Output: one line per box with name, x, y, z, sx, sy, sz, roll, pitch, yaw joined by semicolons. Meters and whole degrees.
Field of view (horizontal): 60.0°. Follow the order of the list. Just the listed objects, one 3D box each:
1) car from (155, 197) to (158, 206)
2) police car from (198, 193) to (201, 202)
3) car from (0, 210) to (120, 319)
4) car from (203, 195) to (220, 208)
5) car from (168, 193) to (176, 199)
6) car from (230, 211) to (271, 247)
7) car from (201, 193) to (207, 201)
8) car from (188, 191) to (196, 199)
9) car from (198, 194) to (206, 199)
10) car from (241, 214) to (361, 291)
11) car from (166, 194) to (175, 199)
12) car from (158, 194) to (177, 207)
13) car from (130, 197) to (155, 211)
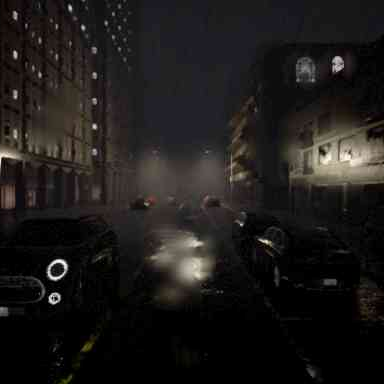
car;-5.697;1.327;48.186;1.887;1.381;4.507;0;0;0
police car;2.356;1.134;65.953;1.930;1.638;5.238;0;0;0
car;-3.090;1.315;7.575;2.097;1.767;4.553;0;0;0
car;2.684;1.388;42.539;1.802;1.307;4.206;0;0;0
car;-5.705;1.046;93.374;1.967;1.590;4.097;0;0;0
car;2.690;1.483;14.296;2.008;1.369;4.403;0;0;0
car;2.683;1.222;48.187;1.967;1.590;4.097;0;0;0
car;-0.012;1.039;82.997;1.837;1.490;4.892;0;0;0
car;2.677;1.176;87.727;2.008;1.369;4.403;0;0;0
car;2.690;1.509;8.648;2.008;1.369;4.403;0;0;0
car;-5.704;1.176;87.725;2.008;1.369;4.403;0;0;0
car;-3.092;1.359;45.120;1.994;1.385;4.181;0;0;0
car;-5.695;1.381;36.889;2.008;1.369;4.403;0;0;0
